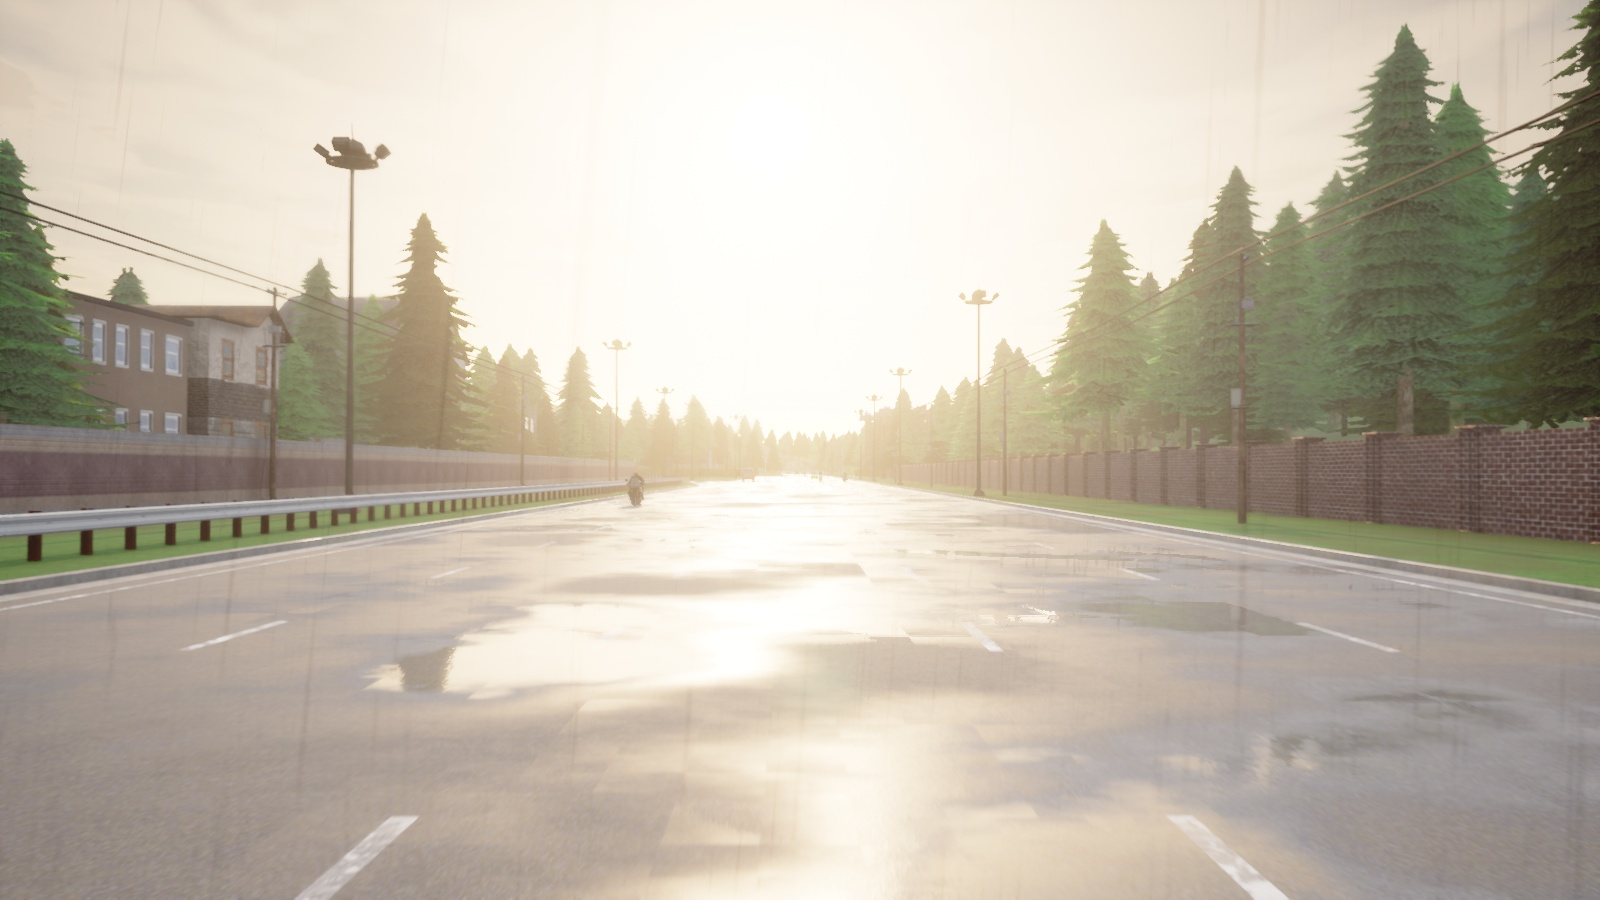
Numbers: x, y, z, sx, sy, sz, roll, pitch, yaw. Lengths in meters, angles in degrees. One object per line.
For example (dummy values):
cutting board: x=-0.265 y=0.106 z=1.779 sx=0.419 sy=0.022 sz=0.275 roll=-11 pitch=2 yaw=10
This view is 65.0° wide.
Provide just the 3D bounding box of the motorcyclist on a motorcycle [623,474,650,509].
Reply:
motorcyclist on a motorcycle: x=-7.132 y=1.797 z=54.906 sx=0.866 sy=1.530 sz=2.191 roll=0 pitch=-1 yaw=0
